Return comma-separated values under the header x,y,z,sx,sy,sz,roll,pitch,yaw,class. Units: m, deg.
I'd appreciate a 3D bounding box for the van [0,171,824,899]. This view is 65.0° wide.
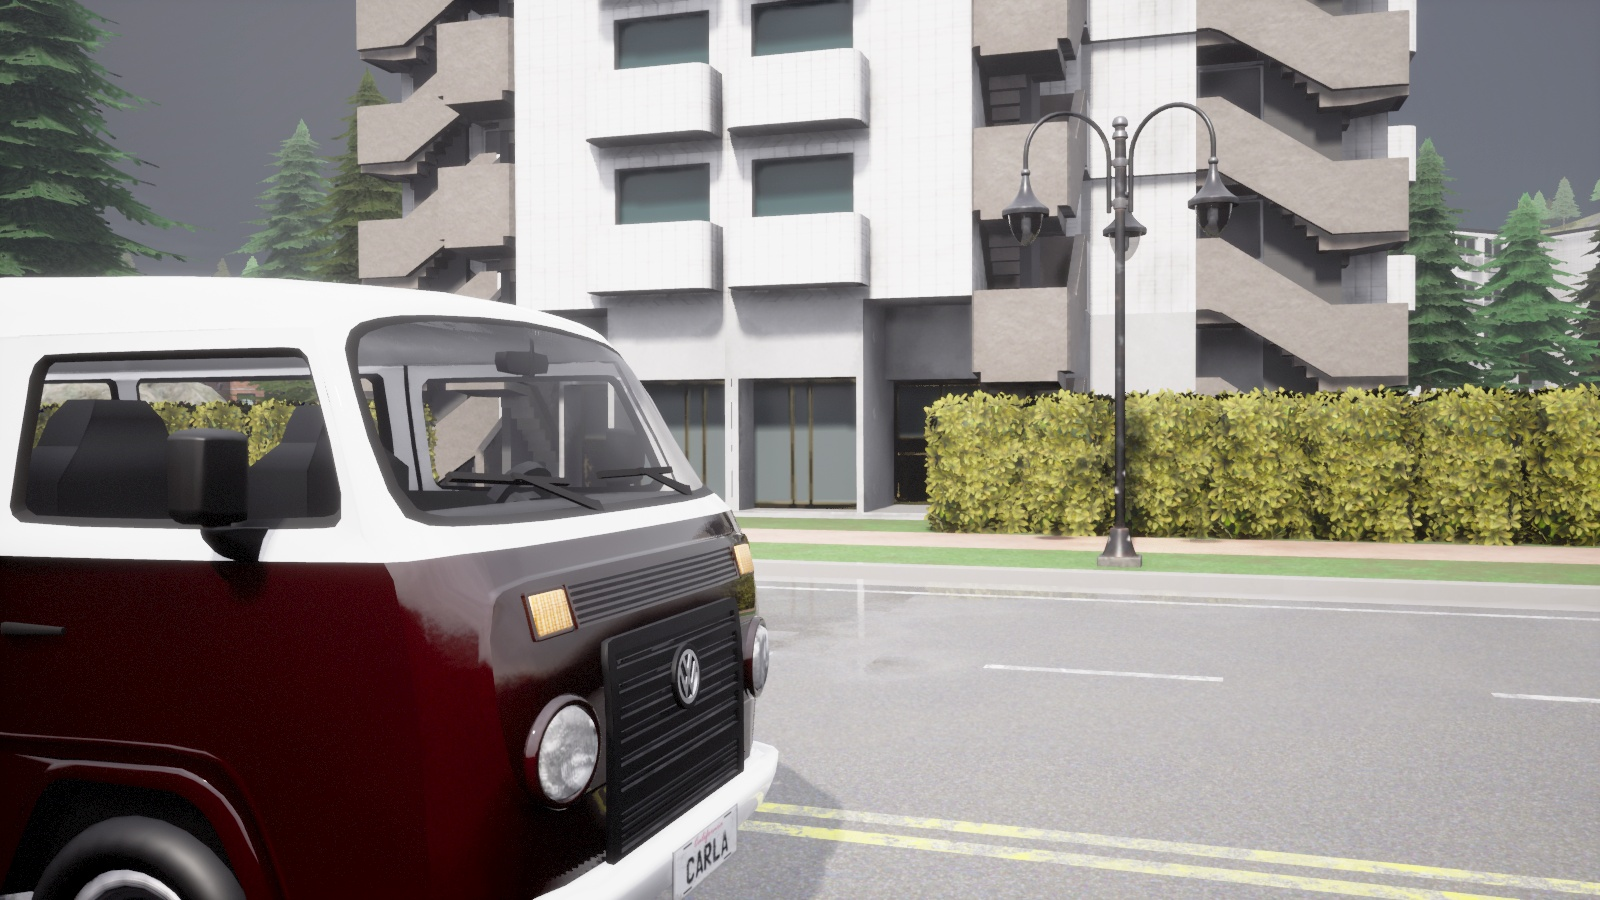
x,y,z,sx,sy,sz,roll,pitch,yaw,class
-2.375,0.477,3.985,4.480,2.038,2.069,1,1,18,van
